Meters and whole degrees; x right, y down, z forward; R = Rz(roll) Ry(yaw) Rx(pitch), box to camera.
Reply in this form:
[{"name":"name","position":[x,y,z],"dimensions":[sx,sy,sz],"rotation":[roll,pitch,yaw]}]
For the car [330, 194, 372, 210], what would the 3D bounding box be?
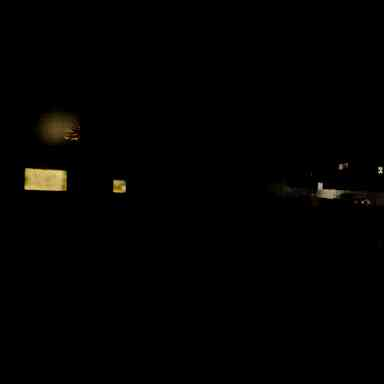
[{"name":"car","position":[15.133,0.895,32.244],"dimensions":[2.033,1.411,5.357],"rotation":[1,2,-3]}]
